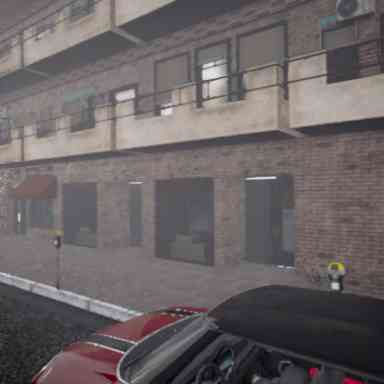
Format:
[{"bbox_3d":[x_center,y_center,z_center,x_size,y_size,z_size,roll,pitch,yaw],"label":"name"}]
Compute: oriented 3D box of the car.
[{"bbox_3d":[0.579,1.439,2.322,4.097,1.590,1.967,0,-1,36],"label":"car"}]
